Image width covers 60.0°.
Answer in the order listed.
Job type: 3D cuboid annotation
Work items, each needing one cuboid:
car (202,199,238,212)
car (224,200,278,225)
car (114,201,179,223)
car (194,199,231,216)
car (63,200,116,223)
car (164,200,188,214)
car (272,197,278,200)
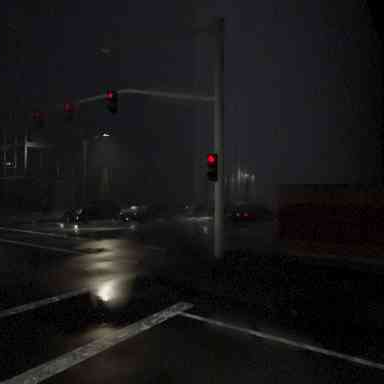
[{"bbox_3d":[3.576,1.603,41.729,2.033,1.411,5.357,0,0,35],"label":"car"},{"bbox_3d":[4.591,1.602,24.756,2.033,1.411,5.357,0,0,36],"label":"car"},{"bbox_3d":[-3.424,1.656,25.925,1.895,1.301,4.718,0,0,36],"label":"car"},{"bbox_3d":[2.088,1.533,33.631,1.882,1.535,5.008,0,0,35],"label":"car"},{"bbox_3d":[-7.689,1.407,25.973,2.097,1.767,4.553,0,0,36],"label":"car"},{"bbox_3d":[-2.376,1.560,33.408,1.837,1.490,4.892,0,0,36],"label":"car"},{"bbox_3d":[10.758,1.407,39.407,2.097,1.767,4.553,0,0,36],"label":"car"}]
